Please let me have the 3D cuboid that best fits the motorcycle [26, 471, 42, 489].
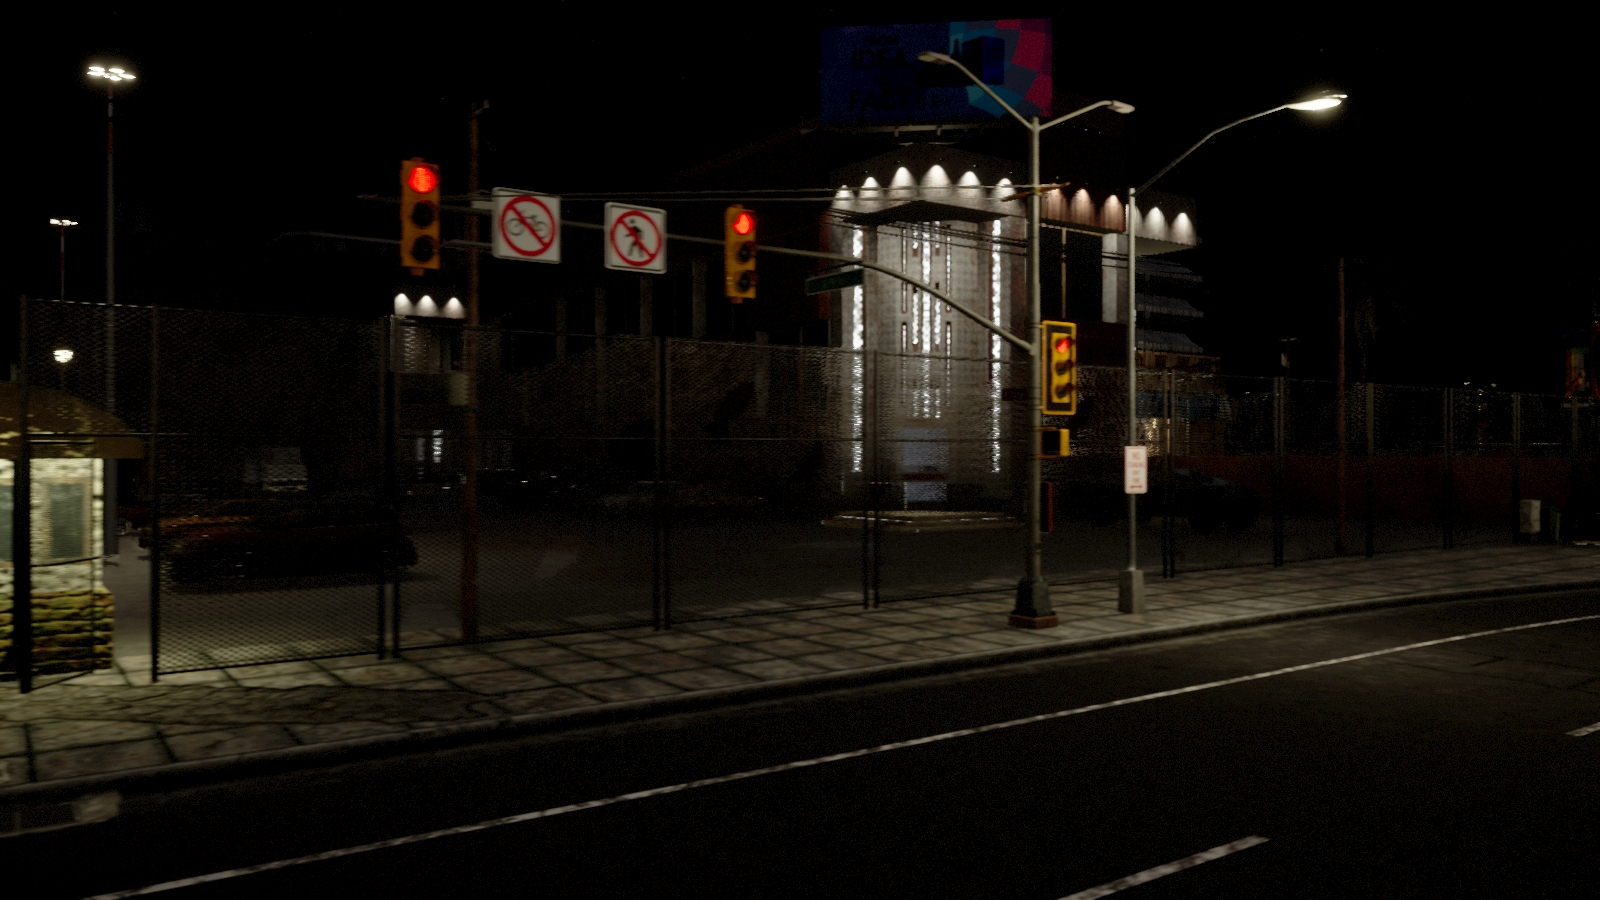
[{"bbox_3d":[-55.441,2.182,82.682,0.856,1.236,1.805,0,0,-36],"label":"motorcycle"}]
